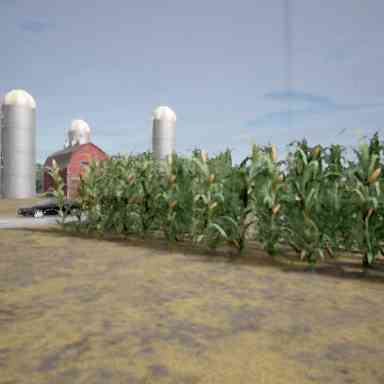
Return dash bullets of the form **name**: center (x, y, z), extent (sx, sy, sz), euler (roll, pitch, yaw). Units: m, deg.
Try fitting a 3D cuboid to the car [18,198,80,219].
- **car**: center (-11.378, 1.226, 26.883), extent (1.882, 1.535, 5.008), euler (2, 1, 36)
